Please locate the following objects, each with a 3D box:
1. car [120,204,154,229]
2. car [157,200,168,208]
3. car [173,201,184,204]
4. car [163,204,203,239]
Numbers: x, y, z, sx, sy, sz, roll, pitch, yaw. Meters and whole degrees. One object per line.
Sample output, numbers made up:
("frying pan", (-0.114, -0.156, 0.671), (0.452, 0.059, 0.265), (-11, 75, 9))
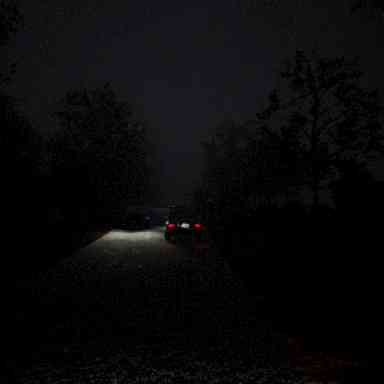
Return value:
("car", (-3.643, 1.568, 22.612), (1.882, 1.535, 5.008), (0, 0, -3))
("car", (-5.586, 2.380, 63.772), (1.837, 1.490, 4.892), (0, -1, -2))
("car", (-1.687, 1.886, 42.335), (1.812, 1.442, 4.674), (0, -1, -3))
("car", (-0.461, 1.603, 17.669), (2.033, 1.411, 5.357), (0, 0, -3))
